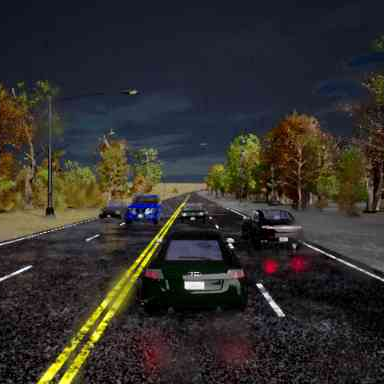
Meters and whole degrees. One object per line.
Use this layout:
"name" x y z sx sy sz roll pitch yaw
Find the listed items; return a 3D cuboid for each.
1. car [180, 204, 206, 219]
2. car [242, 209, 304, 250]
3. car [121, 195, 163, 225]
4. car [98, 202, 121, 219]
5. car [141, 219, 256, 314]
"car" 0.058 1.572 25.981 1.895 1.301 4.718 -2 1 0
"car" 3.324 1.489 14.362 2.128 1.511 4.902 0 0 1
"car" -3.353 1.218 24.393 2.150 2.045 5.566 0 0 0
"car" -6.602 1.543 29.098 2.033 1.411 5.357 0 0 0
"car" 0.057 1.563 7.686 1.994 1.385 4.181 0 0 0
